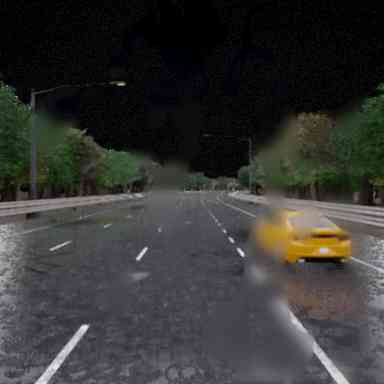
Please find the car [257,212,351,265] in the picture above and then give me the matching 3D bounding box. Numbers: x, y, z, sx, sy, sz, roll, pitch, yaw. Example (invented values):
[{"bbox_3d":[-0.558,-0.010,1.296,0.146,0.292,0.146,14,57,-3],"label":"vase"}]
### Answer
[{"bbox_3d":[3.515,1.398,11.334,1.882,1.535,5.008,0,0,0],"label":"car"}]
